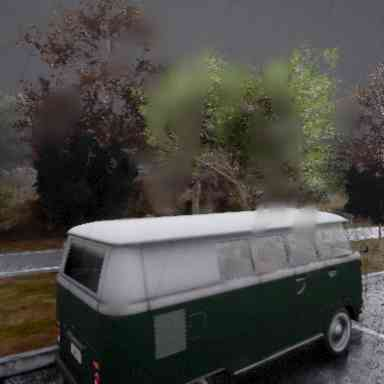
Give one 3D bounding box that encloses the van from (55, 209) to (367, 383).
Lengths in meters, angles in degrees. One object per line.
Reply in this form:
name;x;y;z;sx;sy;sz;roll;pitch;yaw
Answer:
van;0.626;1.275;4.521;4.442;1.987;1.878;0;-1;-36
